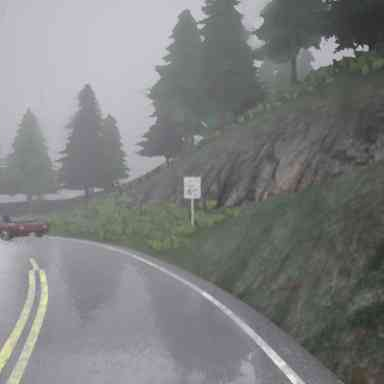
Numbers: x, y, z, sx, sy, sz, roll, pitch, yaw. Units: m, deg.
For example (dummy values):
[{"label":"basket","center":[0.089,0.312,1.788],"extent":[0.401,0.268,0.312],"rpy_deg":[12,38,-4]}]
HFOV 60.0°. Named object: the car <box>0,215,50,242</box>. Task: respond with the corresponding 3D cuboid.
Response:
[{"label":"car","center":[-9.872,1.866,17.987],"extent":[4.718,1.301,1.895],"rpy_deg":[-2,-2,34]}]
